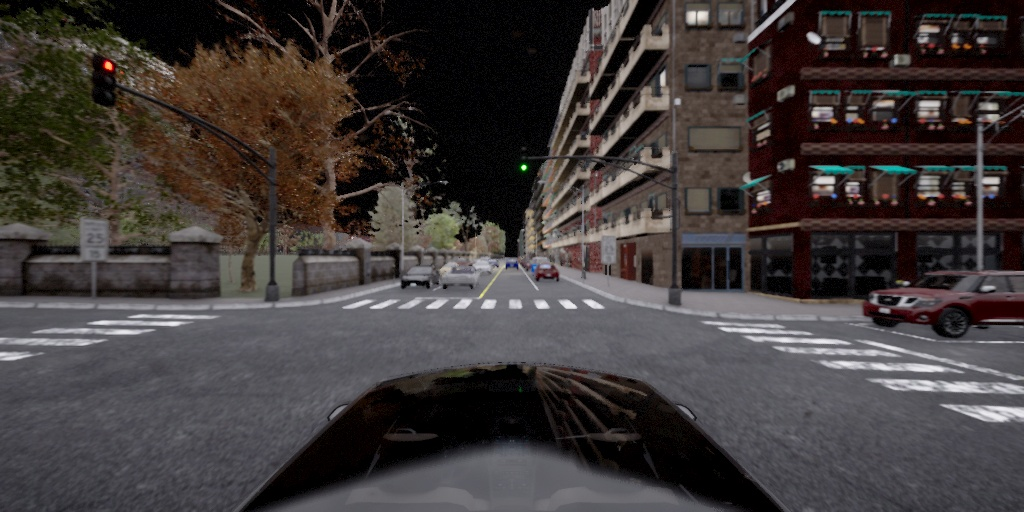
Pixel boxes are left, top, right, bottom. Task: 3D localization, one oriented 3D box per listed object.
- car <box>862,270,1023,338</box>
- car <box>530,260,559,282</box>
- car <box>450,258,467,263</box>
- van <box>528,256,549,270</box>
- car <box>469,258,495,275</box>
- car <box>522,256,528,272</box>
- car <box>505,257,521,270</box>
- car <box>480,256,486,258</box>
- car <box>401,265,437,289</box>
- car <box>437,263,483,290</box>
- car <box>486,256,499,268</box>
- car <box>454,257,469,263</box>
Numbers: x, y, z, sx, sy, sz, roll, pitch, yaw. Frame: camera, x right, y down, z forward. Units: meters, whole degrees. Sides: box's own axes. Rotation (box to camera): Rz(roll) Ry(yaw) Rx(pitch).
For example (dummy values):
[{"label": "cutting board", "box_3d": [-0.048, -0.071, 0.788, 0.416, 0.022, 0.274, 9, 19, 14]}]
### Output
[{"label": "car", "box_3d": [13.447, 1.330, 10.549, 5.009, 1.841, 2.192, 0, 0, -1]}, {"label": "car", "box_3d": [2.684, 1.245, 28.517, 1.888, 1.381, 4.507, 0, 0, 0]}, {"label": "car", "box_3d": [-5.697, 1.216, 33.976, 1.751, 1.417, 4.829, 0, 0, 0]}, {"label": "van", "box_3d": [2.684, 1.032, 34.148, 1.690, 1.789, 3.998, 0, 0, 0]}, {"label": "car", "box_3d": [-3.099, 1.211, 37.696, 1.812, 1.442, 4.674, 0, 0, 0]}, {"label": "car", "box_3d": [2.681, 1.117, 45.408, 1.967, 1.591, 4.097, 0, 0, 0]}, {"label": "car", "box_3d": [-0.011, 1.149, 51.185, 1.882, 1.535, 5.008, 0, 0, 0]}, {"label": "car", "box_3d": [-5.702, 1.106, 56.667, 1.967, 1.591, 4.097, 0, 0, 0]}, {"label": "car", "box_3d": [-5.695, 1.274, 22.885, 1.948, 1.339, 4.313, 0, 0, 0]}, {"label": "car", "box_3d": [-3.104, 1.310, 22.452, 1.895, 1.301, 4.718, 0, 0, 0]}, {"label": "car", "box_3d": [-3.013, 1.203, 56.980, 1.812, 1.442, 4.674, 0, 0, 0]}, {"label": "car", "box_3d": [-5.698, 0.998, 39.776, 2.192, 1.841, 5.009, 0, 0, 0]}]
